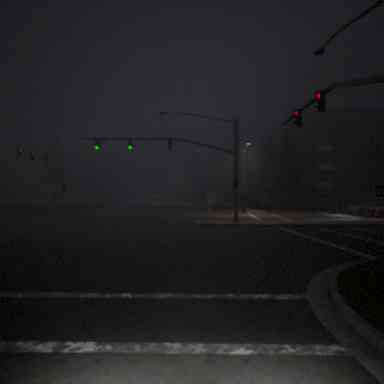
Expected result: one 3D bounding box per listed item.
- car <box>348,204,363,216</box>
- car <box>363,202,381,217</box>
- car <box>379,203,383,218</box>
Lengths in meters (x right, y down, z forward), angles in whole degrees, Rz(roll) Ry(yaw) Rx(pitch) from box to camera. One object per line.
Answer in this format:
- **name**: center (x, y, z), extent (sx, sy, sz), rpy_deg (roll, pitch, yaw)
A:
- **car**: center (19.409, 1.793, 36.099), extent (4.674, 1.442, 1.812), rpy_deg (0, 0, 0)
- **car**: center (20.017, 1.719, 32.604), extent (5.008, 1.535, 1.882), rpy_deg (0, 0, 0)
- **car**: center (19.491, 1.817, 29.101), extent (4.718, 1.301, 1.895), rpy_deg (0, 0, 0)
